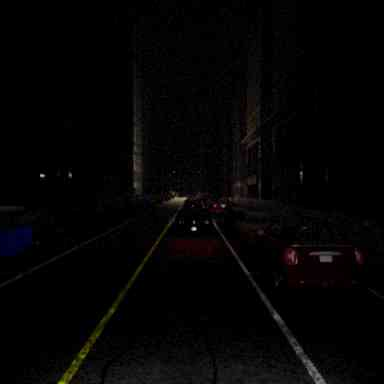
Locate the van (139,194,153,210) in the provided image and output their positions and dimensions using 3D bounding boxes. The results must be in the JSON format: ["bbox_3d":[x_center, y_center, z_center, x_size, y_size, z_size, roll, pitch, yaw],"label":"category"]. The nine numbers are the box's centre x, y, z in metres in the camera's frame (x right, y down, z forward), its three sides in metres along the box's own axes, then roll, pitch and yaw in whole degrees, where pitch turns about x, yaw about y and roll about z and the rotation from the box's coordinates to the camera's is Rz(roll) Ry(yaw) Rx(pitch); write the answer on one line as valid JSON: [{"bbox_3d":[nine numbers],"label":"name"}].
[{"bbox_3d":[-5.762,1.145,36.961,1.690,1.788,3.998,0,0,0],"label":"van"}]

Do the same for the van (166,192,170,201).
[{"bbox_3d":[-5.760,0.997,65.144,1.690,1.788,3.998,0,0,0],"label":"van"}]

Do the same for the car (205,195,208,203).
[{"bbox_3d":[2.764,1.369,36.971,1.947,1.339,4.313,0,0,0],"label":"car"}]

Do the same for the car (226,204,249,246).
[{"bbox_3d":[2.761,1.447,14.596,1.752,1.417,4.829,0,0,0],"label":"car"}]

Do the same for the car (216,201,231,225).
[{"bbox_3d":[2.762,1.443,20.062,2.008,1.369,4.403,0,0,0],"label":"car"}]

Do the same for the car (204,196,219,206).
[{"bbox_3d":[2.765,1.289,48.244,1.887,1.381,4.507,0,0,0],"label":"car"}]

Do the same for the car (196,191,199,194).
[{"bbox_3d":[2.768,1.099,93.334,1.802,1.307,4.206,0,0,0],"label":"car"}]

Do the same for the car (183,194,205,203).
[{"bbox_3d":[0.103,1.285,36.286,1.882,1.535,5.008,0,0,0],"label":"car"}]

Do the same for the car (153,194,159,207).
[{"bbox_3d":[-5.761,1.214,42.599,1.967,1.590,4.097,0,0,0],"label":"car"}]

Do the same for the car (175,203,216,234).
[{"bbox_3d":[0.102,1.502,18.522,1.895,1.301,4.718,0,0,0],"label":"car"}]

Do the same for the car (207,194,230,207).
[{"bbox_3d":[2.763,1.273,31.334,1.967,1.590,4.097,0,0,0],"label":"car"}]

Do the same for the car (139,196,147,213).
[{"bbox_3d":[-5.762,1.378,31.326,1.887,1.381,4.507,0,0,0],"label":"car"}]

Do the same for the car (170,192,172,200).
[{"bbox_3d":[-5.759,1.153,70.612,1.752,1.417,4.829,0,0,0],"label":"car"}]

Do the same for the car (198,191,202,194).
[{"bbox_3d":[2.765,1.096,65.151,1.967,1.590,4.097,0,0,0],"label":"car"}]

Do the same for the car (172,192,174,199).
[{"bbox_3d":[-5.758,1.150,76.418,2.008,1.369,4.403,0,0,0],"label":"car"}]

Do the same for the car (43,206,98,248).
[{"bbox_3d":[-5.763,1.489,14.416,1.947,1.339,4.313,0,0,0],"label":"car"}]

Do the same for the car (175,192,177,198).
[{"bbox_3d":[-5.758,0.985,87.690,1.967,1.590,4.097,0,0,0],"label":"car"}]

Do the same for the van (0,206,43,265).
[{"bbox_3d":[-5.765,1.294,8.778,1.690,1.788,3.998,0,0,0],"label":"van"}]

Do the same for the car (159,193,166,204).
[{"bbox_3d":[-5.760,1.155,53.872,1.967,1.590,4.097,0,0,0],"label":"car"}]

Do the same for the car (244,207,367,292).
[{"bbox_3d":[2.761,1.393,8.789,1.967,1.590,4.097,0,0,0],"label":"car"}]

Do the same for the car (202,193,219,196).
[{"bbox_3d":[2.763,1.089,42.606,2.192,1.841,5.009,0,0,0],"label":"car"}]

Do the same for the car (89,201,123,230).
[{"bbox_3d":[-5.763,1.459,20.052,1.947,1.339,4.313,0,0,0],"label":"car"}]

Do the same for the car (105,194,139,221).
[{"bbox_3d":[-5.763,1.178,25.687,2.192,1.841,5.009,0,0,0],"label":"car"}]

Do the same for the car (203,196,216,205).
[{"bbox_3d":[2.765,1.280,53.880,1.947,1.339,4.313,0,0,0],"label":"car"}]
